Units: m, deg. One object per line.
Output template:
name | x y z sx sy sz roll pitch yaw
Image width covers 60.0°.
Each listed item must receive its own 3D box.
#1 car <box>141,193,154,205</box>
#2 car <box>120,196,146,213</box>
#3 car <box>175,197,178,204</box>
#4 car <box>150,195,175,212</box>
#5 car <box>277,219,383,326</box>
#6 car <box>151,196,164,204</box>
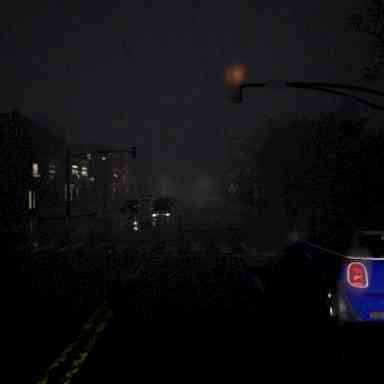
car | -6.700 1.207 50.016 2.150 2.045 5.566 0 0 -1
car | -6.667 1.513 37.170 1.812 1.442 4.674 0 0 1
car | -3.440 1.489 49.299 1.837 1.490 4.892 0 0 0
car | -3.406 1.464 38.996 1.882 1.535 5.008 0 0 0
car | 3.346 1.349 7.218 2.097 1.767 4.553 0 0 0
car | -6.700 1.544 64.721 1.994 1.385 4.181 0 0 0
